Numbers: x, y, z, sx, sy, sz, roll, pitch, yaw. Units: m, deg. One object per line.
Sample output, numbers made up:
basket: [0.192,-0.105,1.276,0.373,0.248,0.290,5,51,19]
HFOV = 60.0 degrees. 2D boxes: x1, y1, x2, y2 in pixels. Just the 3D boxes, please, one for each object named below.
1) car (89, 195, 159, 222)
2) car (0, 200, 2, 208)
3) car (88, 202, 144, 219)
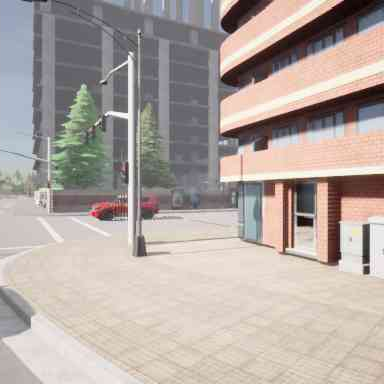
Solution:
car: [-5.473,1.277,27.417,5.566,2.045,2.150,0,0,-27]
car: [-26.944,1.504,44.813,1.837,1.490,4.892,0,0,-27]
car: [-6.979,1.656,30.578,4.718,1.301,1.895,0,0,-26]
